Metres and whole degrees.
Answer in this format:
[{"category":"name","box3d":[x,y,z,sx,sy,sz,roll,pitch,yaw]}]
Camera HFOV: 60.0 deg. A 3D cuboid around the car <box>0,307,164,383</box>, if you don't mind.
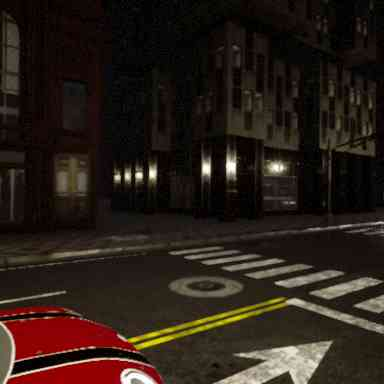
[{"category":"car","box3d":[-2.290,1.346,1.806,4.553,1.767,2.097,0,0,-36]}]
